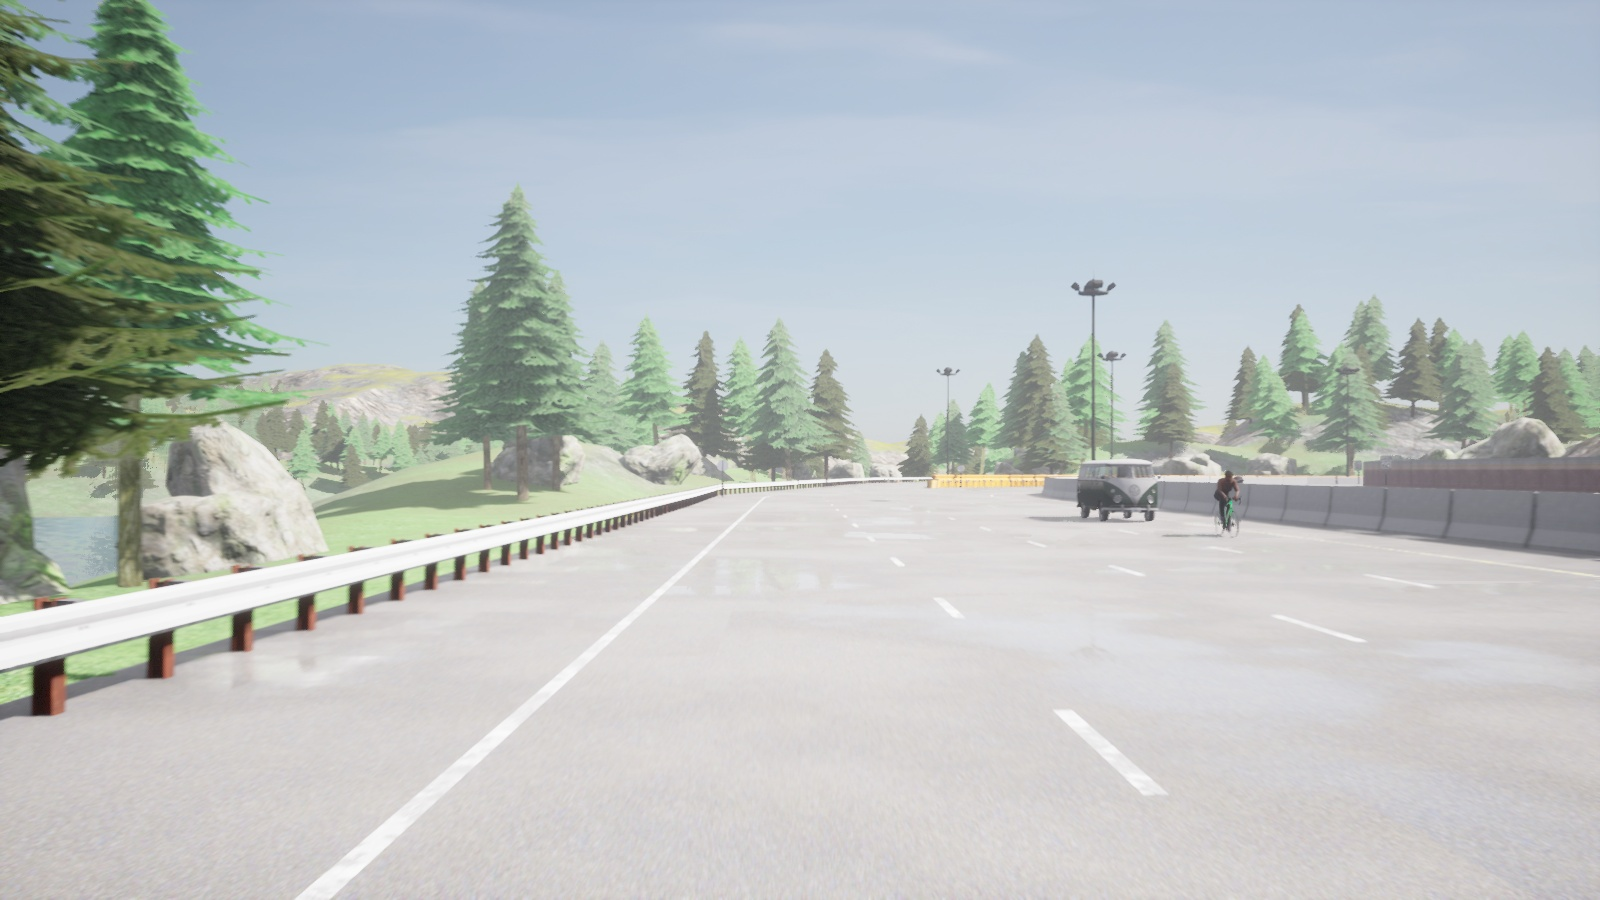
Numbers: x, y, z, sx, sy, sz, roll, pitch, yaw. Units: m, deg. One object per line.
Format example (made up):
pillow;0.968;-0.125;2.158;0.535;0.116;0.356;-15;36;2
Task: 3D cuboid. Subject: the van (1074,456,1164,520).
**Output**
van;10.341;1.216;41.050;1.775;1.987;4.442;0;-1;0

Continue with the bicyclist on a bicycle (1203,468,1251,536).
bicyclist on a bicycle;10.395;1.242;30.632;0.582;1.620;1.656;0;-1;0
